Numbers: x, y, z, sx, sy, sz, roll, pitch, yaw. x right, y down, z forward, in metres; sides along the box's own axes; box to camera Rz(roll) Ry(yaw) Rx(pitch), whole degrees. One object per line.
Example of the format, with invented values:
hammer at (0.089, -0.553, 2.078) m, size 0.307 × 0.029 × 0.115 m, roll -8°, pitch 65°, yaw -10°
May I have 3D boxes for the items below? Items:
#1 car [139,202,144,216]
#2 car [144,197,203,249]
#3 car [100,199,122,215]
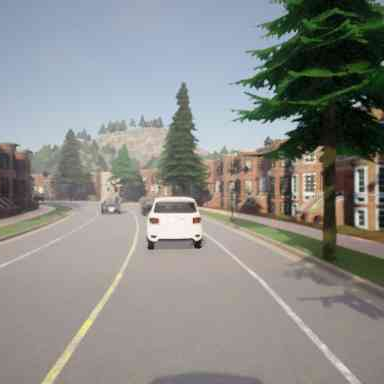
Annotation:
car at (-4.075, 1.516, 32.562) m, size 1.812 × 1.442 × 4.674 m, roll 0°, pitch 0°, yaw -14°
car at (-0.882, 1.215, 14.769) m, size 2.150 × 2.045 × 5.566 m, roll 0°, pitch 0°, yaw -6°
car at (-8.246, 1.491, 33.916) m, size 2.128 × 1.511 × 4.902 m, roll 0°, pitch 0°, yaw -15°
